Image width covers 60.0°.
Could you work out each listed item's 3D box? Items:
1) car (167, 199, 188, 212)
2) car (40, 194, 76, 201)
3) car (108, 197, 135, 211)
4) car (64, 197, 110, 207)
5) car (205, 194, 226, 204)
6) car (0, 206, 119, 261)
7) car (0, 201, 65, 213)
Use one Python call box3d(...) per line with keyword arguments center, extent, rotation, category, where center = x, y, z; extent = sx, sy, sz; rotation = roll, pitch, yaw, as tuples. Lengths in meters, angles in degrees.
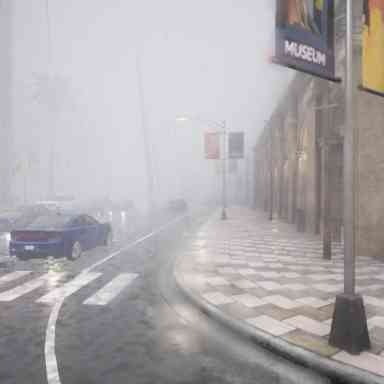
box3d(center=(-1.642, 1.499, 37.976), extent=(2.128, 1.511, 4.902), rotation=(0, 0, 7), category="car")
box3d(center=(-13.011, 1.217, 32.043), extent=(2.150, 2.045, 5.566), rotation=(0, 0, 7), category="car")
box3d(center=(-8.443, 1.520, 40.721), extent=(1.812, 1.442, 4.674), rotation=(0, 0, 7), category="car")
box3d(center=(-9.616, 1.521, 30.901), extent=(1.812, 1.442, 4.674), rotation=(0, 0, 7), category="car")
box3d(center=(4.684, 1.333, 64.711), extent=(2.097, 1.767, 4.553), rotation=(1, 1, 42), category="car")
box3d(center=(-4.526, 1.497, 12.295), extent=(1.882, 1.535, 5.008), rotation=(0, 0, 6), category="car")
box3d(center=(-10.670, 1.544, 21.532), extent=(2.033, 1.411, 5.357), rotation=(0, 0, 6), category="car")
